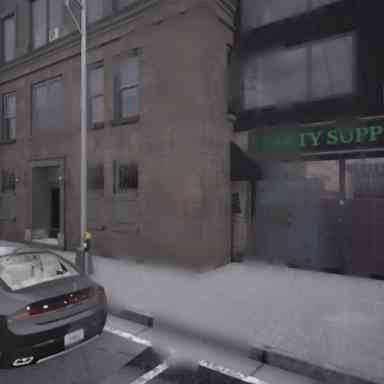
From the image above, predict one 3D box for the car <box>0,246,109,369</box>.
[{"bbox_3d":[-3.231,1.561,5.384,4.403,1.369,2.008,0,0,36],"label":"car"}]
